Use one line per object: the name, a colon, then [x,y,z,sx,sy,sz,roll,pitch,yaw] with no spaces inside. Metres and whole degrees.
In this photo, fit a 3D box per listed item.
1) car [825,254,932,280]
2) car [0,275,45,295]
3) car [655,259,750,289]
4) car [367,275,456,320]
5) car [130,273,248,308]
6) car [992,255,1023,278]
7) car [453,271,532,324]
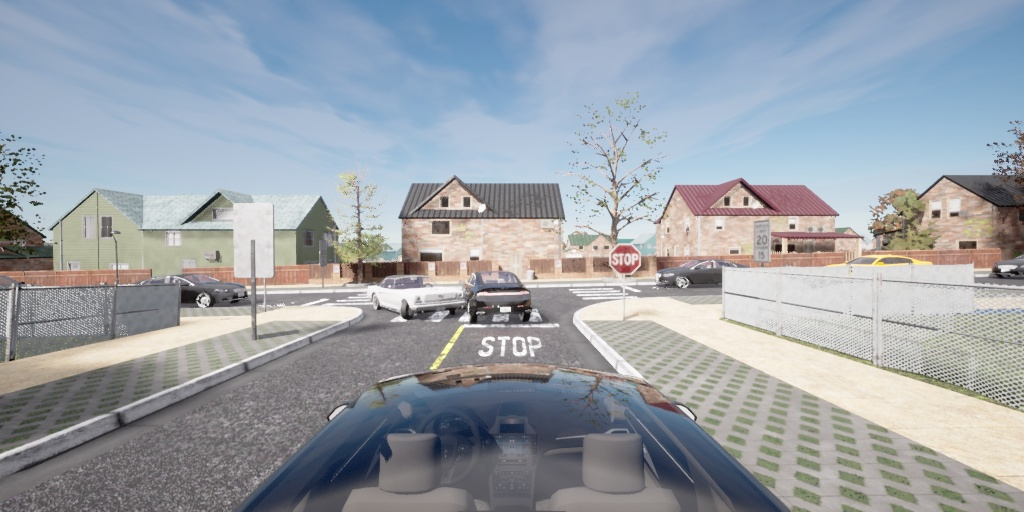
car: [19.768,0.690,19.538,5.008,1.535,1.882,-1,1,-1]
car: [-24.234,1.648,16.425,4.553,1.767,2.097,-1,1,0]
car: [10.337,0.925,19.505,4.902,1.511,2.128,-1,1,0]
car: [-3.598,1.367,12.962,1.895,1.301,4.718,0,0,-38]
car: [-14.897,1.566,16.462,4.902,1.511,2.128,-1,1,0]
car: [29.392,0.477,19.571,4.902,1.511,2.128,-1,1,0]
car: [-0.681,1.242,12.101,2.128,1.511,4.902,0,0,-12]
